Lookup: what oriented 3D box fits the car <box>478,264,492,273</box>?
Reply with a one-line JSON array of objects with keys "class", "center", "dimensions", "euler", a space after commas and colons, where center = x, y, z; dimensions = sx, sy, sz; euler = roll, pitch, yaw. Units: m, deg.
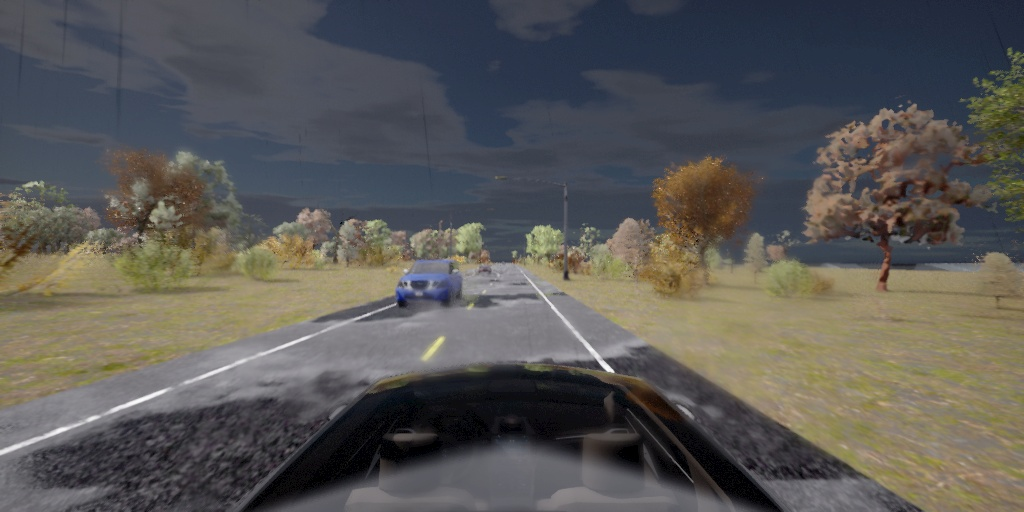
[{"class": "car", "center": [-4.263, 2.020, 56.459], "dimensions": [1.994, 1.385, 4.181], "euler": [0, -1, -5]}]

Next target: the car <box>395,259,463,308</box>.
[{"class": "car", "center": [-3.601, 1.159, 16.695], "dimensions": [2.150, 2.045, 5.566], "euler": [0, -1, 0]}]
